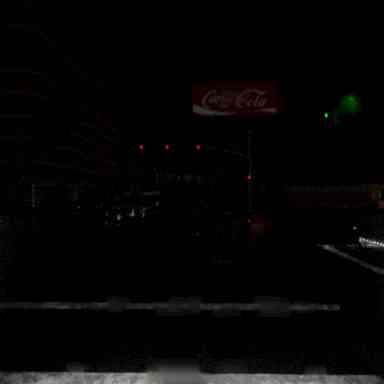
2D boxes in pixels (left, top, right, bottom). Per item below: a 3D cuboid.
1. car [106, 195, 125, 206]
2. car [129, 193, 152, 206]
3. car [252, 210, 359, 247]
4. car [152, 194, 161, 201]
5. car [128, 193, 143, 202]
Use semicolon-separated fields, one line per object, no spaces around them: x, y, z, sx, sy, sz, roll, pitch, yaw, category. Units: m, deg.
-10.591;1.104;46.097;1.812;1.442;4.674;0;1;0;car
-7.093;1.185;45.483;1.895;1.301;4.718;0;1;0;car
4.601;1.438;13.822;4.181;1.385;1.994;0;1;0;car
-7.044;1.030;62.500;1.895;1.301;4.718;0;1;0;car
-10.548;0.908;62.388;1.882;1.535;5.008;0;1;1;car
